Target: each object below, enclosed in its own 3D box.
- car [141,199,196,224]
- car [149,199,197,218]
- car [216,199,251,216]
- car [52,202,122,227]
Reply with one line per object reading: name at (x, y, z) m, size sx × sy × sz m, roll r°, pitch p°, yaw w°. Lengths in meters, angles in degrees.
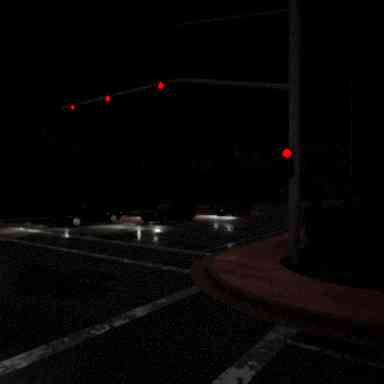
car at (-1.661, 1.456, 24.812) m, size 1.882 × 1.535 × 5.008 m, roll 0°, pitch 0°, yaw 36°
car at (-1.647, 1.478, 30.837) m, size 1.837 × 1.490 × 4.892 m, roll 0°, pitch 0°, yaw 36°
car at (4.197, 1.483, 32.952) m, size 1.837 × 1.490 × 4.892 m, roll 0°, pitch 0°, yaw 36°
car at (-7.177, 1.451, 23.121) m, size 1.882 × 1.535 × 5.008 m, roll 0°, pitch 0°, yaw 36°
